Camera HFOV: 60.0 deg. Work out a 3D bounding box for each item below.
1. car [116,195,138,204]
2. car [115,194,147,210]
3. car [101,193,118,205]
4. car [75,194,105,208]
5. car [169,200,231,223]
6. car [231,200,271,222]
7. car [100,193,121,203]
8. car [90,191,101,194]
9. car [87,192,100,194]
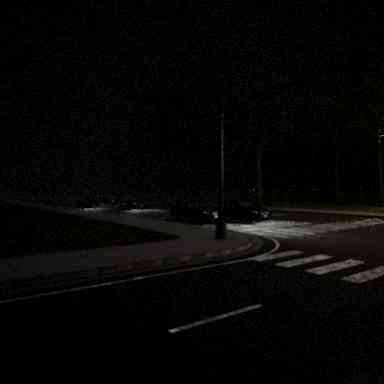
[{"bbox_3d":[-11.062,1.207,56.357,1.812,1.442,4.674,-1,0,-36],"label":"car"},{"bbox_3d":[-7.055,1.295,39.606,1.812,1.442,4.674,-1,1,-36],"label":"car"},{"bbox_3d":[-12.117,1.063,52.328,2.097,1.767,4.553,-1,0,-35],"label":"car"},{"bbox_3d":[-13.640,1.324,43.154,2.033,1.411,5.357,-1,0,-36],"label":"car"},{"bbox_3d":[0.209,1.341,24.097,2.128,1.511,4.902,-1,1,-36],"label":"car"},{"bbox_3d":[3.713,1.357,24.779,1.812,1.442,4.674,-1,1,-36],"label":"car"},{"bbox_3d":[-15.277,1.021,62.106,2.097,1.767,4.553,-1,0,-36],"label":"car"},{"bbox_3d":[-17.940,0.916,60.241,2.150,2.045,5.566,-1,0,-36],"label":"car"},{"bbox_3d":[-17.117,1.125,53.589,1.882,1.535,5.008,-1,0,-36],"label":"car"}]
